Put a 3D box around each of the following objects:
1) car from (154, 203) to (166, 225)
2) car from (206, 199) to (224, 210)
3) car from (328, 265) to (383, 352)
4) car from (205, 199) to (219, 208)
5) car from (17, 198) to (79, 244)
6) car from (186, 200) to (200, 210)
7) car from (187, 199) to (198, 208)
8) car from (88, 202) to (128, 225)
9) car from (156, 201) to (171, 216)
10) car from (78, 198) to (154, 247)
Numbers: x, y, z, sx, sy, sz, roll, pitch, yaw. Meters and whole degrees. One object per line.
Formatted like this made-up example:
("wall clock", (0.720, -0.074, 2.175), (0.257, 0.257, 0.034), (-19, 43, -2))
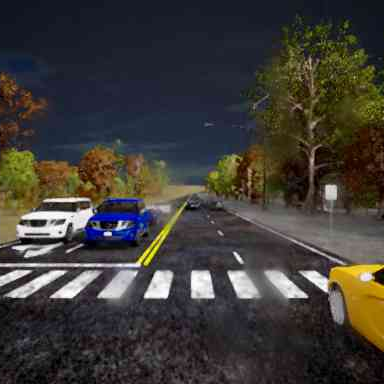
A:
("car", (-3.320, 1.764, 25.655), (1.895, 1.301, 4.718), (0, 0, 0))
("car", (3.328, 1.760, 46.352), (2.128, 1.511, 4.902), (1, -1, 0))
("car", (3.356, 1.490, 3.966), (1.882, 1.535, 5.008), (0, -1, 0))
("car", (3.303, 1.899, 56.502), (2.033, 1.411, 5.357), (0, -1, 0))
("car", (-6.583, 1.329, 16.887), (2.150, 2.045, 5.566), (0, 0, 0))
("car", (0.091, 1.863, 47.025), (1.994, 1.385, 4.181), (0, 0, 0))
("car", (0.059, 1.964, 56.847), (1.895, 1.301, 4.718), (0, 0, 0))
("car", (-6.570, 1.646, 26.574), (1.882, 1.535, 5.008), (0, 0, 0))
("car", (-3.277, 1.754, 35.890), (1.812, 1.442, 4.674), (0, 0, 0))
("car", (-3.334, 1.322, 15.893), (2.150, 2.045, 5.566), (0, 0, 0))
